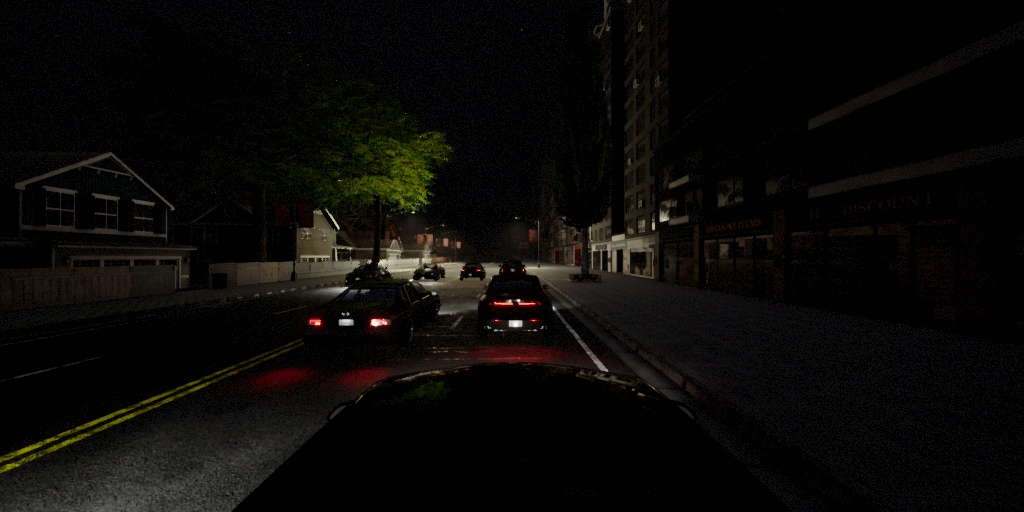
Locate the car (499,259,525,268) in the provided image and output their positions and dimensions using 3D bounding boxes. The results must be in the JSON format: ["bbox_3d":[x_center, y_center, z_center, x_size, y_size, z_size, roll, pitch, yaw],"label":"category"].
[{"bbox_3d":[0.012,1.093,28.646,2.097,1.767,4.553,0,0,-1],"label":"car"}]

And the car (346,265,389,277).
[{"bbox_3d":[-9.929,1.306,25.030,1.994,1.385,4.181,0,0,0],"label":"car"}]

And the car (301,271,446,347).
[{"bbox_3d":[-3.168,1.297,9.269,2.033,1.411,5.357,0,0,-1],"label":"car"}]

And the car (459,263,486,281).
[{"bbox_3d":[-3.247,1.265,30.172,1.812,1.442,4.674,0,0,0],"label":"car"}]

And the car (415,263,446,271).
[{"bbox_3d":[-6.697,1.287,29.581,2.033,1.411,5.357,0,0,0],"label":"car"}]

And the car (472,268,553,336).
[{"bbox_3d":[0.072,1.254,10.365,1.837,1.490,4.892,0,0,0],"label":"car"}]
